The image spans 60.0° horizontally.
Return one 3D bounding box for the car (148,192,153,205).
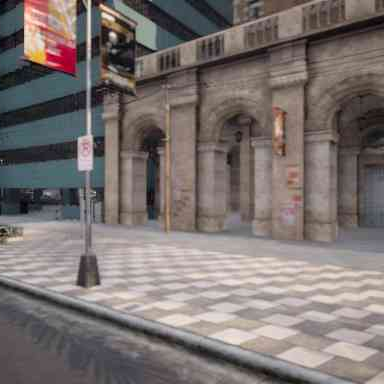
[{"bbox_3d":[-4.937,1.017,29.274,5.566,2.045,2.435,0,0,36],"label":"car"}]
